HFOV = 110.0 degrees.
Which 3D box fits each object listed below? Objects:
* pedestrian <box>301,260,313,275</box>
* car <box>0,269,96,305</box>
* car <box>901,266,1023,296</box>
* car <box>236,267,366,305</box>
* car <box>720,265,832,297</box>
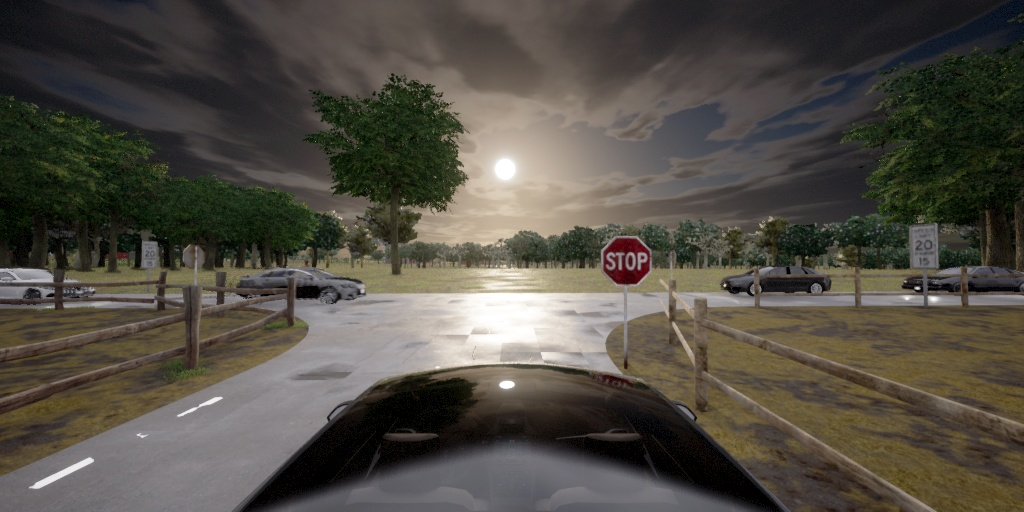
[{"bbox_3d":[-12.123,1.143,21.088,0.375,1.860,0.375,0,-1,0],"label":"pedestrian"},{"bbox_3d":[-20.545,1.260,15.106,4.674,1.442,1.812,0,-1,0],"label":"car"},{"bbox_3d":[22.955,1.218,17.855,5.357,1.411,2.033,0,-1,2],"label":"car"},{"bbox_3d":[-8.750,1.225,15.108,4.902,1.511,2.128,0,-1,0],"label":"car"},{"bbox_3d":[13.125,1.225,18.014,4.892,1.490,1.837,0,-1,1],"label":"car"}]
